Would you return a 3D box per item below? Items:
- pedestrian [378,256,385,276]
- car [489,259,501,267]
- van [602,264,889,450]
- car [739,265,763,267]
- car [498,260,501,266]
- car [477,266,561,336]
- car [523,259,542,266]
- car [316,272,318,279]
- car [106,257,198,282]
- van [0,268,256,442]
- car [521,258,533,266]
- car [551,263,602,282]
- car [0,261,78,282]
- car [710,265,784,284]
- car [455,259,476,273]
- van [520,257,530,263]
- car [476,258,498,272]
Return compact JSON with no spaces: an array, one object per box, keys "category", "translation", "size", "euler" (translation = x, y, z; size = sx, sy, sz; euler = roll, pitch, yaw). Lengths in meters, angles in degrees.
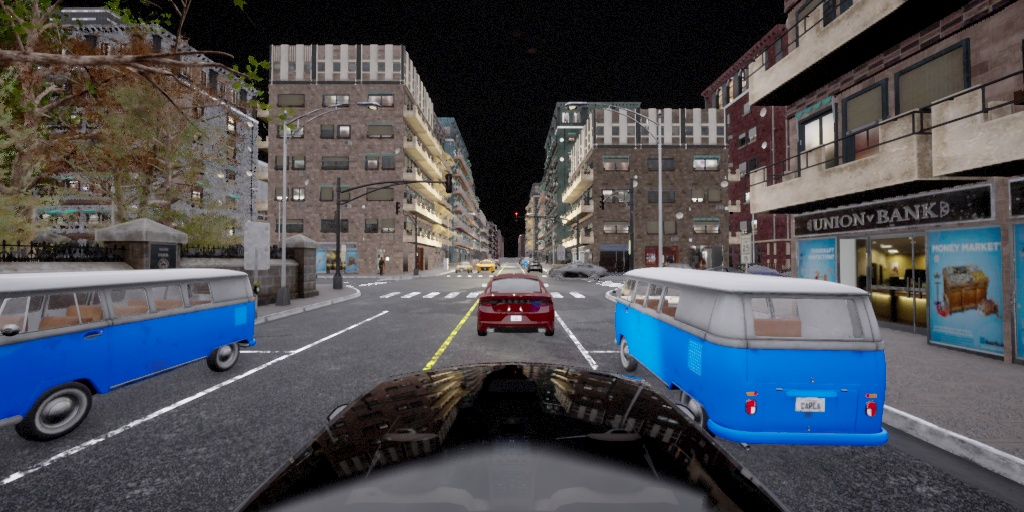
[{"category":"pedestrian","translation":[-12.547,0.969,34.440],"size":[0.375,1.860,0.375],"euler":[0,-1,1]},{"category":"car","translation":[-3.067,1.302,65.397],"size":[1.812,1.442,4.674],"euler":[0,0,0]},{"category":"van","translation":[2.658,1.092,5.055],"size":[1.690,1.789,3.998],"euler":[0,0,0]},{"category":"car","translation":[13.529,1.333,22.792],"size":[4.313,1.339,1.948],"euler":[0,0,1]},{"category":"car","translation":[-3.109,1.318,54.315],"size":[2.033,1.411,5.357],"euler":[0,0,0]},{"category":"car","translation":[0.096,1.231,10.416],"size":[1.882,1.535,5.008],"euler":[0,0,0]},{"category":"car","translation":[2.682,1.331,43.001],"size":[1.948,1.339,4.313],"euler":[0,0,0]},{"category":"car","translation":[-16.610,1.139,25.746],"size":[4.902,1.511,2.128],"euler":[0,-1,1]},{"category":"car","translation":[-25.837,0.950,25.856],"size":[4.553,1.767,2.097],"euler":[0,-1,1]},{"category":"van","translation":[-5.657,1.092,5.055],"size":[1.690,1.789,3.998],"euler":[0,0,0]},{"category":"car","translation":[2.681,1.319,48.644],"size":[2.007,1.370,4.403],"euler":[0,0,0]},{"category":"car","translation":[5.547,1.288,29.810],"size":[4.902,1.511,2.128],"euler":[1,-1,18]},{"category":"car","translation":[-35.364,1.094,25.972],"size":[5.357,1.411,2.033],"euler":[0,-1,1]},{"category":"car","translation":[18.587,1.426,28.540],"size":[4.674,1.442,1.812],"euler":[0,-1,0]},{"category":"car","translation":[-5.698,1.291,42.829],"size":[1.751,1.417,4.829],"euler":[0,0,0]},{"category":"van","translation":[2.678,1.114,59.928],"size":[1.690,1.789,3.998],"euler":[0,0,0]},{"category":"car","translation":[-3.111,1.244,43.692],"size":[1.882,1.535,5.008],"euler":[0,0,0]}]
